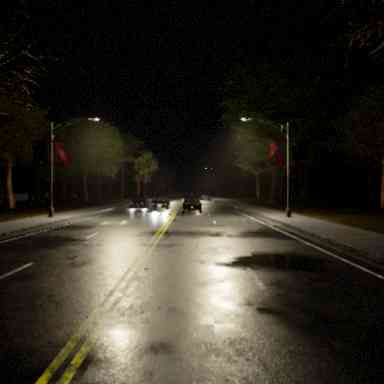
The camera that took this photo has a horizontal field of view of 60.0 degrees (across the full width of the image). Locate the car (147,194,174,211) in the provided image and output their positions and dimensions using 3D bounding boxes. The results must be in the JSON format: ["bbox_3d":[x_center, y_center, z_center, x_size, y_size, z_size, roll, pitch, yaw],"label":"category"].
[{"bbox_3d":[-3.484,1.282,37.872,2.128,1.511,4.902,0,0,0],"label":"car"}]

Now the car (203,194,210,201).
[{"bbox_3d":[2.782,1.214,70.447,1.812,1.442,4.674,0,0,-1],"label":"car"}]

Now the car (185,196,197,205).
[{"bbox_3d":[-0.161,1.337,52.253,1.895,1.301,4.718,0,0,-1],"label":"car"}]

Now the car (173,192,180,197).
[{"bbox_3d":[-3.849,0.790,79.290,1.837,1.490,4.892,0,0,-1],"label":"car"}]

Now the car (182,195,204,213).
[{"bbox_3d":[-0.012,1.285,34.046,1.882,1.535,5.008,0,0,0],"label":"car"}]

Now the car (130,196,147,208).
[{"bbox_3d":[-6.771,1.271,43.330,1.837,1.490,4.892,0,1,0],"label":"car"}]
